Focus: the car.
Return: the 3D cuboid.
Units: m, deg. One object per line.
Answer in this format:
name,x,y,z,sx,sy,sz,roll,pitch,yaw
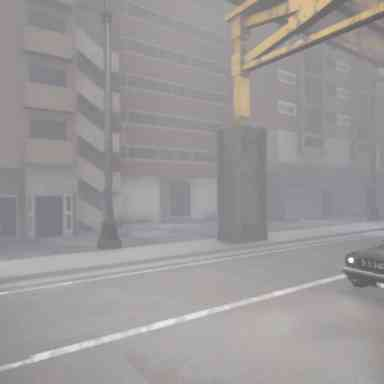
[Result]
car,5.699,1.598,8.055,4.718,1.301,1.895,0,0,-35
